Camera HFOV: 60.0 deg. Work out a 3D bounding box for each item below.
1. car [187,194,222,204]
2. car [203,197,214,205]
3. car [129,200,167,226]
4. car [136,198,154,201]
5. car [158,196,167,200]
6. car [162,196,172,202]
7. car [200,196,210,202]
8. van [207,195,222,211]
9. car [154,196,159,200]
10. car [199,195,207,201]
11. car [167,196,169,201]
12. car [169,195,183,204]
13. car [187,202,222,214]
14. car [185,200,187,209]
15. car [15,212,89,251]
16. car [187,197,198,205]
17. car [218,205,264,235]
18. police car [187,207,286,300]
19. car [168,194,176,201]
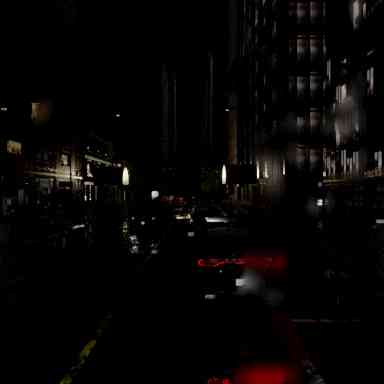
[{"bbox_3d":[0.948,1.226,24.496,2.150,2.045,5.566,0,0,0],"label":"car"},{"bbox_3d":[2.800,1.544,58.284,1.752,1.417,4.829,0,0,0],"label":"car"},{"bbox_3d":[-3.057,1.548,23.387,2.033,1.411,5.357,0,0,0],"label":"car"},{"bbox_3d":[-5.624,1.555,36.031,2.008,1.369,4.403,0,0,0],"label":"car"},{"bbox_3d":[-5.591,1.581,52.603,1.947,1.339,4.313,0,0,0],"label":"car"},{"bbox_3d":[-5.548,1.613,74.700,1.802,1.307,4.206,0,0,0],"label":"car"},{"bbox_3d":[2.832,1.582,74.687,2.008,1.369,4.403,0,0,0],"label":"car"},{"bbox_3d":[2.766,1.349,41.542,1.690,1.788,3.998,0,0,0],"label":"van"},{"bbox_3d":[-5.613,1.552,41.555,1.887,1.381,4.507,0,0,0],"label":"car"},{"bbox_3d":[2.854,1.566,85.905,1.752,1.417,4.829,0,0,0],"label":"car"},{"bbox_3d":[-5.581,1.459,58.127,1.967,1.590,4.097,0,0,0],"label":"car"},{"bbox_3d":[-2.871,1.376,66.403,2.097,1.767,4.553,0,0,0],"label":"car"},{"bbox_3d":[0.813,1.504,18.467,1.837,1.490,4.892,0,0,0],"label":"car"},{"bbox_3d":[0.106,1.515,45.725,1.837,1.490,4.892,0,0,0],"label":"car"},{"bbox_3d":[-5.667,1.550,13.935,2.008,1.369,4.403,0,0,0],"label":"car"},{"bbox_3d":[0.115,1.583,58.914,1.994,1.385,4.181,0,0,0],"label":"car"},{"bbox_3d":[2.725,1.551,19.445,2.008,1.369,4.403,0,0,0],"label":"car"},{"bbox_3d":[0.916,1.425,8.577,1.930,1.638,5.238,0,0,0],"label":"police car"},{"bbox_3d":[-5.516,1.485,91.272,1.967,1.590,4.097,0,0,0],"label":"car"}]
